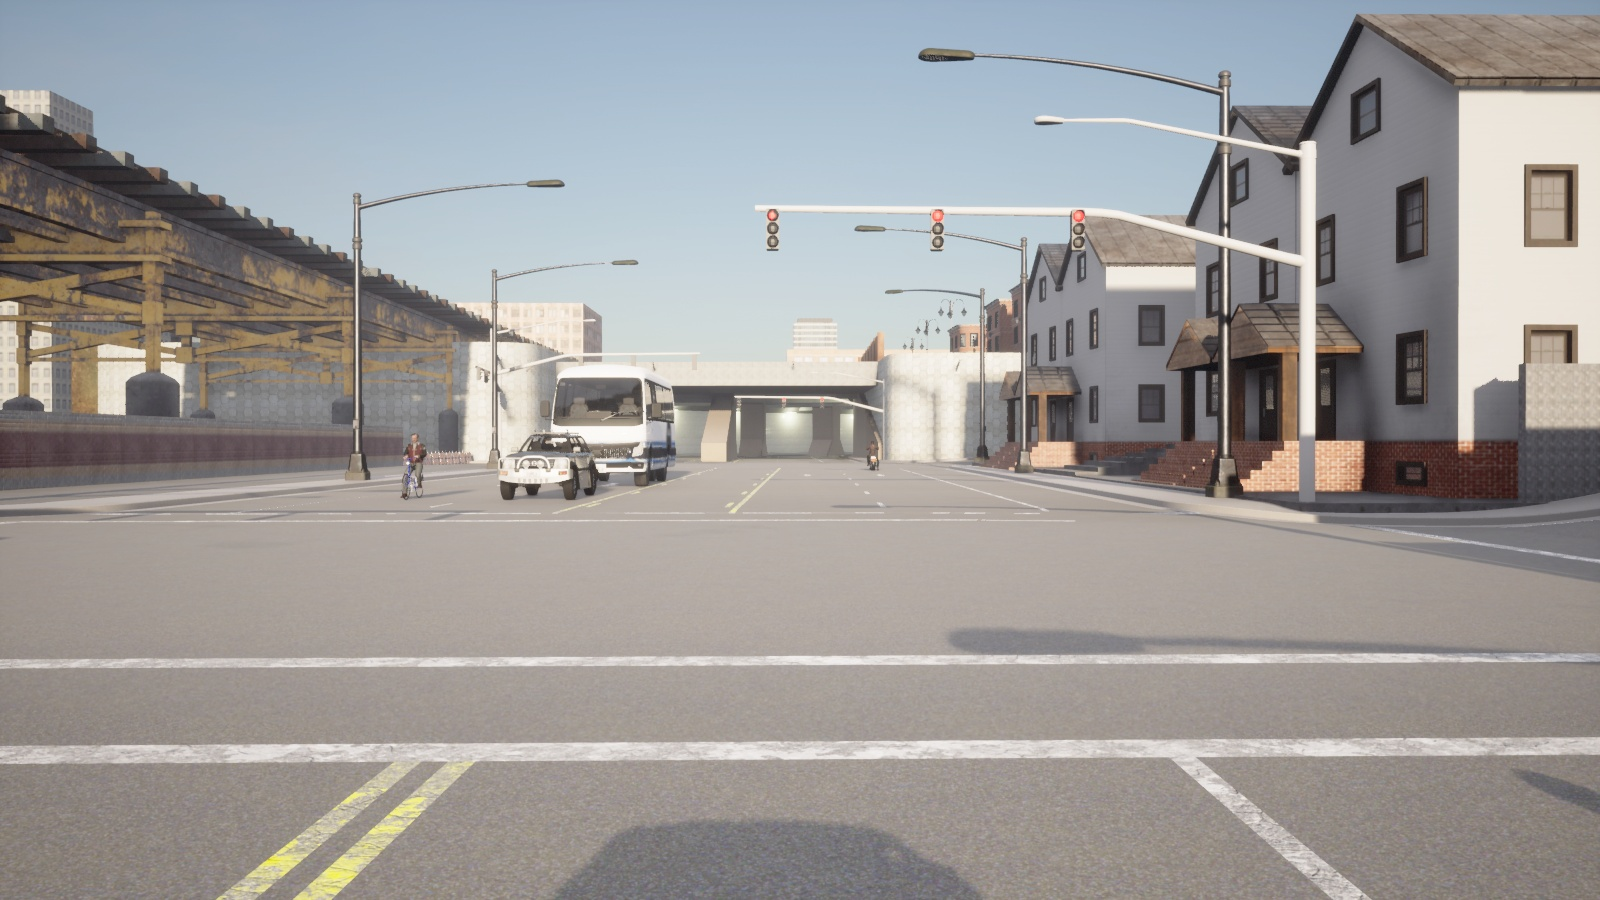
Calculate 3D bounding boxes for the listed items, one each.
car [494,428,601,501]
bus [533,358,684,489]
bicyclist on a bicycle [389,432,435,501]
[{"bbox_3d":[-6.784,0.365,34.192,1.932,1.855,4.605,0,0,1],"label":"car"},{"bbox_3d":[-6.718,-0.896,46.125,3.944,4.253,10.273,0,0,0],"label":"bus"},{"bbox_3d":[-10.293,0.420,33.368,0.659,1.776,1.843,0,0,0],"label":"bicyclist on a bicycle"}]
